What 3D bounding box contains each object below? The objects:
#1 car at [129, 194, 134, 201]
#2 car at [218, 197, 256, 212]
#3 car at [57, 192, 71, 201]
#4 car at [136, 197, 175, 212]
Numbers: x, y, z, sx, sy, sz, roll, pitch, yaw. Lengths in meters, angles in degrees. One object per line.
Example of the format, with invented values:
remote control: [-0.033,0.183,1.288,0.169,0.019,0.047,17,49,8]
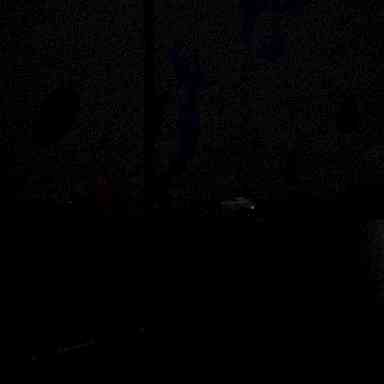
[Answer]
car: [-10.818,0.964,56.413,1.812,1.442,4.674,-1,1,-35]
car: [4.633,1.282,34.639,1.812,1.442,4.674,-1,1,-35]
car: [-24.457,0.835,63.546,1.837,1.490,4.892,-1,1,-34]
car: [-3.640,1.240,34.200,1.882,1.535,5.008,-1,1,-35]
